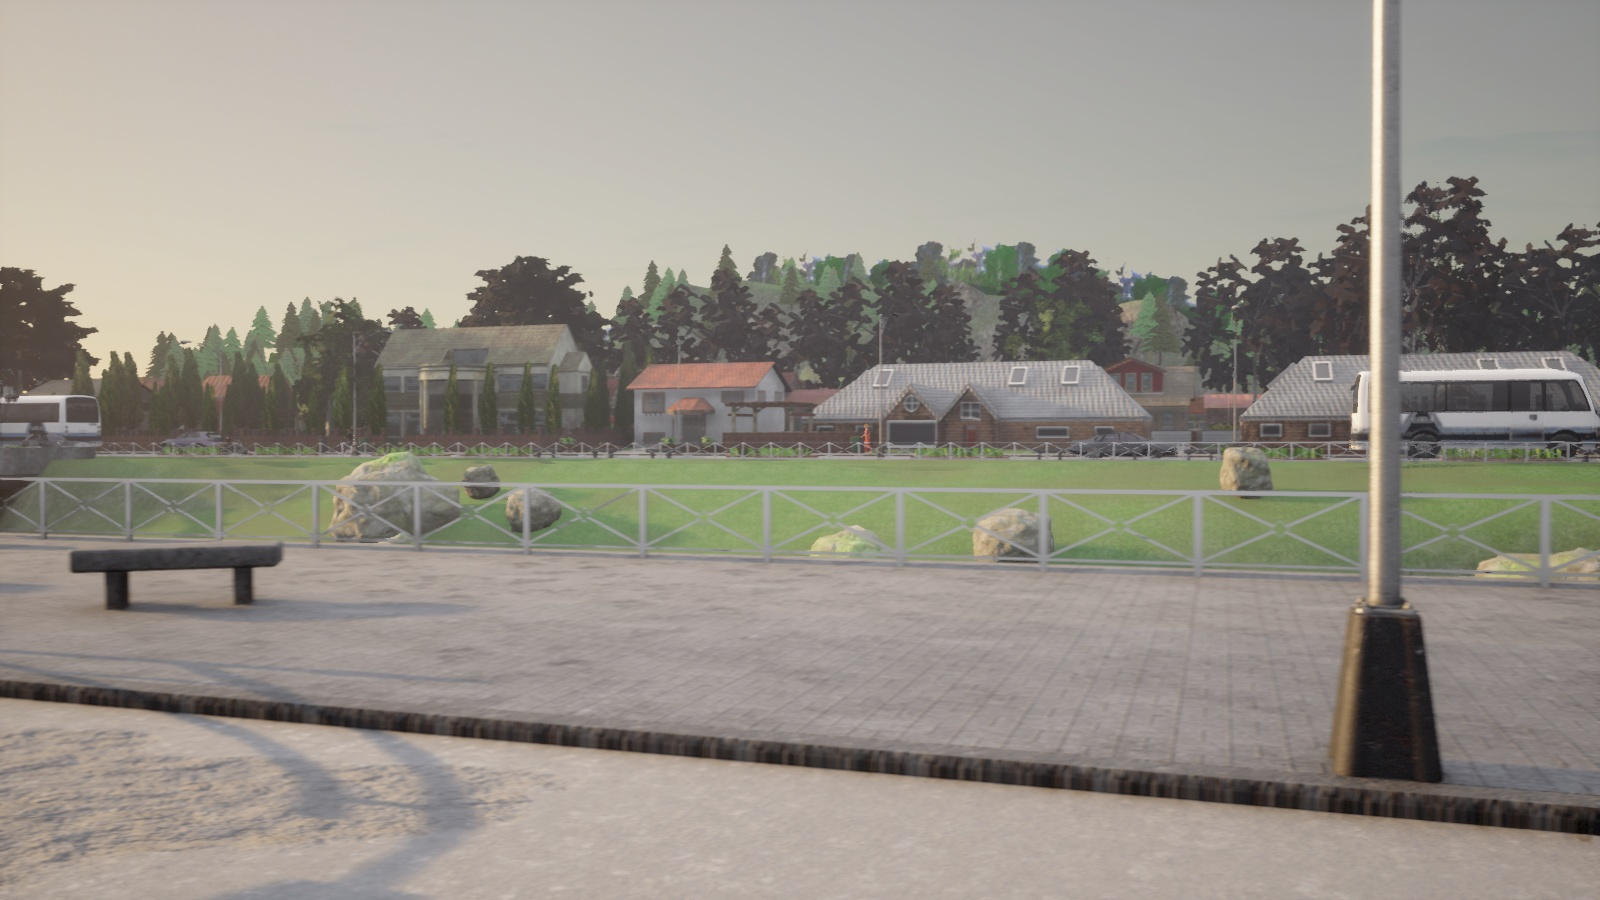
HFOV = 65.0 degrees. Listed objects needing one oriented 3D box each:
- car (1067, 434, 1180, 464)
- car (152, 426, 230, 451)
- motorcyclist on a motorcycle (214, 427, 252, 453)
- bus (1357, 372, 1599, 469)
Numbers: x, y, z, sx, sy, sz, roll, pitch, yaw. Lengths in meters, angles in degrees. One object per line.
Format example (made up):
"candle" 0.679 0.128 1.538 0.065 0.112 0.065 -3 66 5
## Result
"car" 16.308 -0.078 63.280 5.357 1.411 2.033 1 1 19
"car" -42.310 -0.800 87.234 4.856 1.649 2.033 1 1 19
"motorcyclist on a motorcycle" -36.611 -0.659 81.094 2.350 1.649 0.766 1 1 19
"bus" 31.608 -1.362 58.107 10.273 4.253 3.944 1 1 19
